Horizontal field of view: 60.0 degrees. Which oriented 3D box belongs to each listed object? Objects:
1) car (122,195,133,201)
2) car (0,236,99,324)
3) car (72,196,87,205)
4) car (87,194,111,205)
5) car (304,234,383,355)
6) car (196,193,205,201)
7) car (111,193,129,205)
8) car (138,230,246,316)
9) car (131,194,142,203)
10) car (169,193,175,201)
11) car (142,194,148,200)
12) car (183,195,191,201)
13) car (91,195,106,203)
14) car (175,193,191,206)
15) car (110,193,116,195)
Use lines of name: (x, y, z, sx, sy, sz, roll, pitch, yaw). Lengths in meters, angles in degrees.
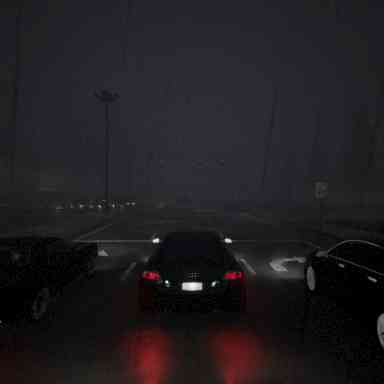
car: (-16.341, 1.460, 84.797, 1.882, 1.535, 5.008, 0, 0, 0)
car: (-3.498, 1.600, 7.123, 1.895, 1.301, 4.718, 0, 0, 0)
car: (-19.889, 1.469, 59.769, 1.882, 1.535, 5.008, 0, 0, 0)
car: (-16.395, 1.496, 58.905, 1.837, 1.490, 4.892, 0, 0, 0)
car: (3.501, 1.504, 5.803, 1.837, 1.490, 4.892, 0, 0, 0)
car: (2.158, 1.338, 86.686, 2.097, 1.767, 4.553, 0, 0, 0)
car: (-12.896, 1.492, 59.920, 1.837, 1.490, 4.892, 0, 1, 0)
car: (0.003, 1.563, 7.625, 1.994, 1.385, 4.181, 0, 0, 0)
car: (-12.833, 1.515, 71.779, 2.128, 1.511, 4.902, 0, 0, 0)
car: (-4.842, 1.208, 86.366, 2.150, 2.045, 5.566, 0, 0, 0)
car: (-12.842, 1.299, 86.522, 2.097, 1.767, 4.553, 0, 0, 0)
car: (-1.342, 1.509, 86.730, 2.128, 1.511, 4.902, 0, 0, 0)
car: (-19.832, 1.468, 70.644, 1.882, 1.535, 5.008, 0, 0, 0)
car: (-1.323, 1.344, 55.359, 2.097, 1.767, 4.553, 0, 0, 0)
car: (-16.332, 1.215, 70.002, 2.150, 2.045, 5.566, 0, 0, 0)
